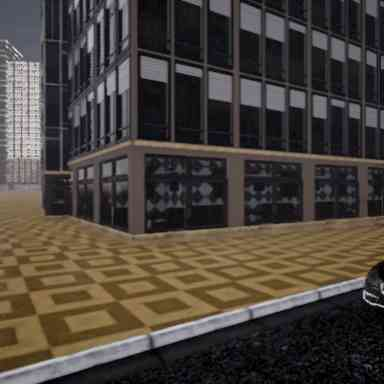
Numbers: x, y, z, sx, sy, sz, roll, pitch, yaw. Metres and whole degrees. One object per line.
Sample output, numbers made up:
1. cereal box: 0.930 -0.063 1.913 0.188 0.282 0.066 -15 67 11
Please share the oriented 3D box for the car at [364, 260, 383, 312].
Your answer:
1. car: 5.418 1.538 6.678 4.892 1.490 1.837 0 0 -33
